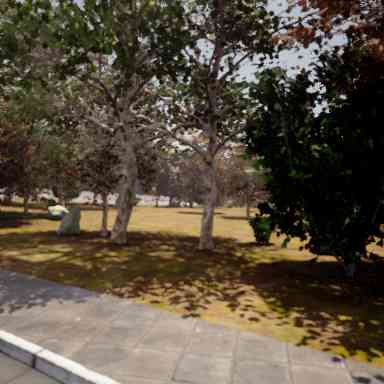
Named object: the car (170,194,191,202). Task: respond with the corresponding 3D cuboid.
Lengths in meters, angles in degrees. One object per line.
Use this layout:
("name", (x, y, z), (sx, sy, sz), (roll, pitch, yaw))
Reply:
("car", (-3.818, 1.586, 94.277), (2.435, 2.045, 5.566), (6, 1, 41))
